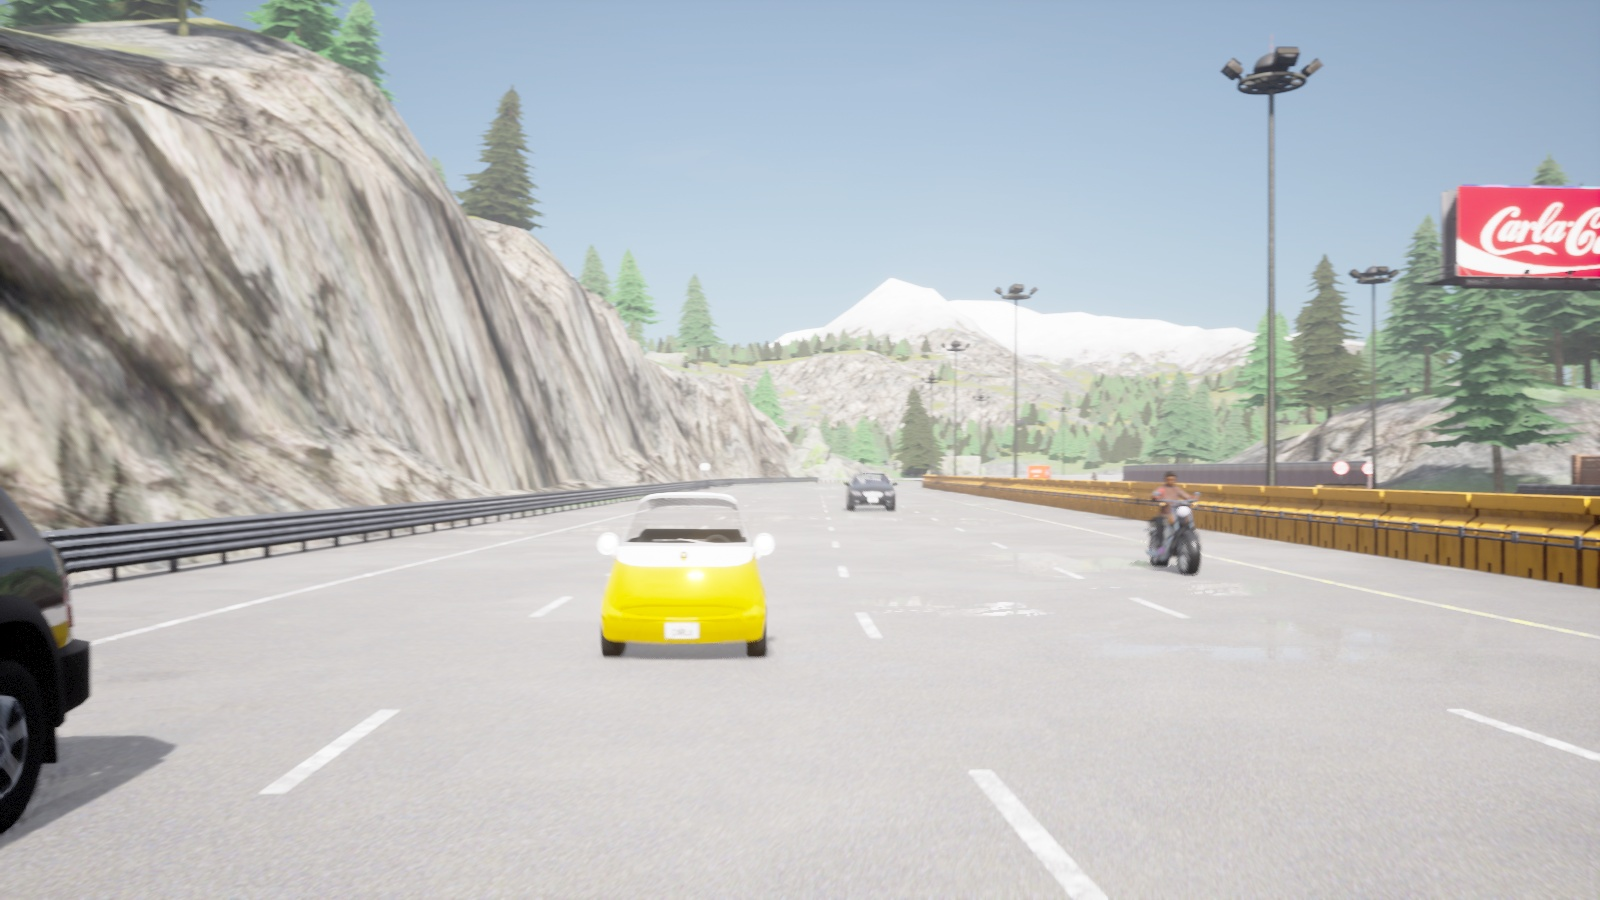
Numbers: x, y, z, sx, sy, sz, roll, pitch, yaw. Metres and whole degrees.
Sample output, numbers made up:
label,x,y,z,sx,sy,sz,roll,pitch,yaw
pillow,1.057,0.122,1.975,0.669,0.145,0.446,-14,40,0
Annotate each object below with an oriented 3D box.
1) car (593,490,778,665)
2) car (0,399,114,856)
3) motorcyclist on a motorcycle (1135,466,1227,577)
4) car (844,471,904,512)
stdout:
label,x,y,z,sx,sy,sz,roll,pitch,yaw
car,-0.950,1.060,11.209,1.481,1.376,2.207,0,-1,-2
car,-4.118,0.704,3.721,1.932,1.855,4.605,0,-1,-4
motorcyclist on a motorcycle,5.976,1.084,19.848,0.766,1.649,2.350,0,-1,1
car,2.880,1.598,49.699,2.128,1.511,4.902,0,-1,1
